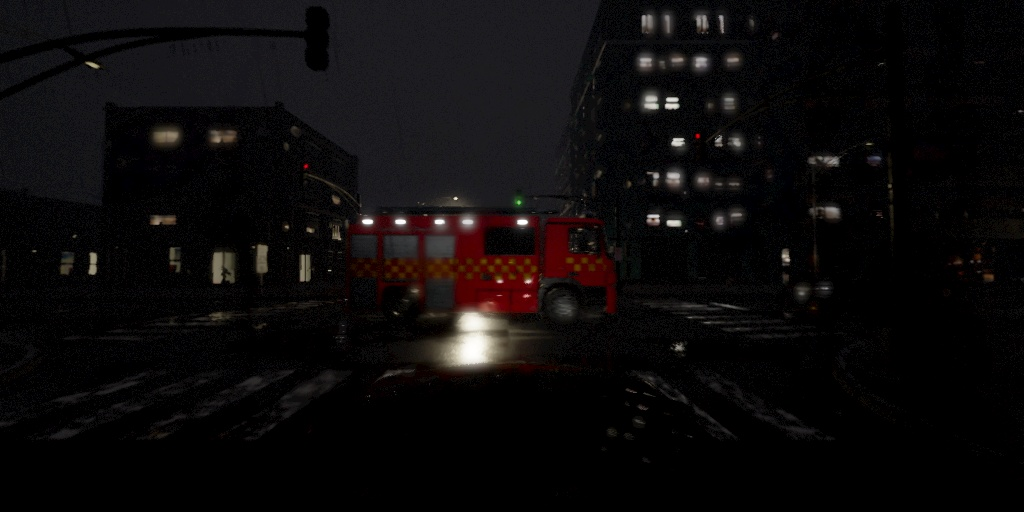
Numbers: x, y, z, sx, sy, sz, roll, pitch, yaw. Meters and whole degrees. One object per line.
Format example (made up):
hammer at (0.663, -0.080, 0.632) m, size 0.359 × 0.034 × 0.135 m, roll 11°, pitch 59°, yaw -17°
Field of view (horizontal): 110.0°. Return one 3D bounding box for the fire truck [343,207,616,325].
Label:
fire truck at (-0.972, 0.216, 12.356) m, size 8.468 × 3.827 × 2.891 m, roll 0°, pitch -1°, yaw 1°

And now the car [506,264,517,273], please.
car at (-0.027, 2.057, 60.079) m, size 1.812 × 1.442 × 4.674 m, roll 0°, pitch -1°, yaw 0°

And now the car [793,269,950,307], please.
car at (14.840, 1.321, 15.331) m, size 4.902 × 1.511 × 2.128 m, roll 0°, pitch -2°, yaw 1°

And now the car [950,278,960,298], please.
car at (19.469, 1.423, 17.945) m, size 4.507 × 1.381 × 1.888 m, roll 0°, pitch 0°, yaw 1°
